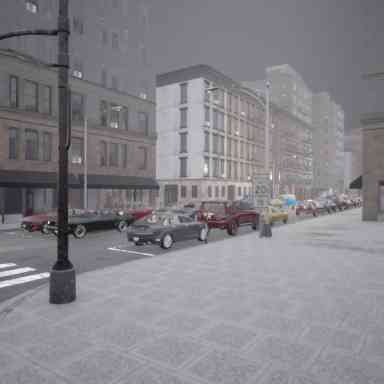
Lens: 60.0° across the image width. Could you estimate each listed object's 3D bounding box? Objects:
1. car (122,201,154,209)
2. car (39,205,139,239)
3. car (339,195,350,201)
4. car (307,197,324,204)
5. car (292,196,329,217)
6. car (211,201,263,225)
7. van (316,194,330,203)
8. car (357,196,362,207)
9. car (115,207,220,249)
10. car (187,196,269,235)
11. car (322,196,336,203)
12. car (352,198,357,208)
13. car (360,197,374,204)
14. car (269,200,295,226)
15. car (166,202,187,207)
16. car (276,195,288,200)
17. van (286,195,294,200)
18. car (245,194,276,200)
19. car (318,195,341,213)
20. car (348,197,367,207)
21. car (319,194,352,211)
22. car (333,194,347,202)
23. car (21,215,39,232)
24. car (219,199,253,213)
[{"bbox_3d":[-4.348,1.426,23.621,1.967,1.590,4.097,0,0,35],"label":"car"},{"bbox_3d":[-5.314,1.598,17.835,1.895,1.301,4.718,0,0,32],"label":"car"},{"bbox_3d":[39.210,1.556,85.574,1.887,1.381,4.507,0,0,35],"label":"car"},{"bbox_3d":[23.653,1.571,63.448,1.947,1.339,4.313,0,0,35],"label":"car"},{"bbox_3d":[11.551,1.471,32.281,1.967,1.590,4.097,0,0,35],"label":"car"},{"bbox_3d":[3.505,1.520,25.252,1.837,1.490,4.892,0,0,35],"label":"car"},{"bbox_3d":[26.765,1.349,67.873,1.690,1.788,3.998,0,0,35],"label":"van"},{"bbox_3d":[23.995,1.606,49.982,1.947,1.339,4.313,0,0,35],"label":"car"},{"bbox_3d":[-0.894,1.575,14.581,2.008,1.369,4.403,0,0,35],"label":"car"},{"bbox_3d":[2.218,1.341,19.006,2.192,1.841,5.009,0,0,35],"label":"car"},{"bbox_3d":[29.876,1.554,72.299,1.887,1.381,4.507,0,0,35],"label":"car"},{"bbox_3d":[20.884,1.620,45.557,1.802,1.307,4.206,0,0,35],"label":"car"},{"bbox_3d":[33.329,1.613,63.258,1.947,1.339,4.313,0,0,35],"label":"car"},{"bbox_3d":[5.426,1.553,23.571,1.752,1.417,4.829,0,0,35],"label":"car"},{"bbox_3d":[0.447,1.505,26.033,1.837,1.490,4.892,0,0,35],"label":"car"},{"bbox_3d":[11.110,1.521,45.608,1.752,1.417,4.829,0,0,35],"label":"car"},{"bbox_3d":[14.320,1.339,50.172,1.690,1.788,3.998,0,0,35],"label":"van"},{"bbox_3d":[6.421,1.225,34.502,2.150,2.045,5.566,0,0,35],"label":"car"},{"bbox_3d":[14.662,1.474,36.706,1.967,1.590,4.097,0,0,35],"label":"car"},{"bbox_3d":[27.107,1.594,54.407,2.008,1.369,4.403,0,0,35],"label":"car"},{"bbox_3d":[17.774,1.351,41.131,2.192,1.841,5.009,0,0,35],"label":"car"},{"bbox_3d":[36.100,1.326,81.149,2.192,1.841,5.009,0,0,35],"label":"car"},{"bbox_3d":[-7.459,1.529,19.197,1.887,1.381,4.507,0,0,35],"label":"car"},{"bbox_3d":[4.986,1.536,36.897,1.887,1.381,4.507,0,0,35],"label":"car"}]
